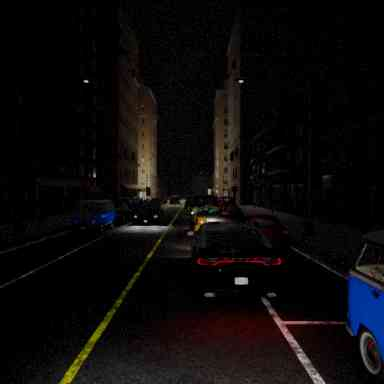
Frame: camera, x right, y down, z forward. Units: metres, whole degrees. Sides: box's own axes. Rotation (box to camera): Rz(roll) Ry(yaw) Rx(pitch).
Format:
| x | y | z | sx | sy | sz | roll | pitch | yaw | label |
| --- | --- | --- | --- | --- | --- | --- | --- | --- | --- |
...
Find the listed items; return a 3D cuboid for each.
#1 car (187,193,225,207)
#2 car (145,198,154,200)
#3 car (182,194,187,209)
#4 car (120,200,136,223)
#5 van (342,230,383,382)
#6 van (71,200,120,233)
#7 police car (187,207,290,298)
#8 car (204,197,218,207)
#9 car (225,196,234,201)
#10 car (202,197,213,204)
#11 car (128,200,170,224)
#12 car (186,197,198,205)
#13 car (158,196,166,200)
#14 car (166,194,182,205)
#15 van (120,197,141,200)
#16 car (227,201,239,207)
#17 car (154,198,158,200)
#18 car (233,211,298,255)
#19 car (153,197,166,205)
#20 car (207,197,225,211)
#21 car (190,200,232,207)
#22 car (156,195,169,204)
| x | y | z | sx | sy | sz | roll | pitch | yaw | label |
| --- | --- | --- | --- | --- | --- | --- | --- | --- | --- |
| 0.924 | 1.224 | 24.593 | 2.150 | 2.045 | 5.566 | 0 | 0 | 0 | car |
| -5.634 | 1.567 | 35.900 | 1.947 | 1.339 | 4.313 | 0 | 0 | 0 | car |
| 0.062 | 1.355 | 45.504 | 2.097 | 1.767 | 4.553 | 0 | 0 | 0 | car |
| -5.645 | 1.550 | 24.897 | 2.008 | 1.369 | 4.403 | 0 | 0 | 0 | car |
| 2.857 | 1.341 | 2.883 | 1.690 | 1.788 | 3.998 | 0 | 0 | 0 | van |
| -5.651 | 1.340 | 19.397 | 1.690 | 1.788 | 3.998 | 0 | 0 | 0 | van |
| 0.908 | 1.425 | 8.673 | 1.930 | 1.638 | 5.238 | 0 | 0 | 0 | police car |
| 2.908 | 1.556 | 52.395 | 2.008 | 1.369 | 4.403 | 0 | 0 | 0 | car |
| 2.885 | 1.315 | 30.389 | 2.192 | 1.841 | 5.009 | 0 | 0 | 0 | car |
| 2.919 | 1.577 | 63.398 | 1.947 | 1.339 | 4.313 | 0 | 0 | 0 | car |
| -3.076 | 1.547 | 24.719 | 2.033 | 1.411 | 5.357 | 0 | 0 | 0 | car |
| 0.059 | 1.573 | 58.905 | 1.994 | 1.385 | 4.181 | 0 | 0 | 0 | car |
| -5.617 | 1.572 | 52.404 | 1.947 | 1.339 | 4.313 | 0 | 0 | 0 | car |
| -2.943 | 1.556 | 57.537 | 2.033 | 1.411 | 5.357 | 0 | 0 | 0 | car |
| -5.640 | 1.341 | 30.398 | 1.690 | 1.788 | 3.998 | 0 | 0 | 0 | van |
| 2.881 | 1.581 | 24.888 | 1.802 | 1.307 | 4.206 | 0 | 0 | 0 | car |
| -5.628 | 1.584 | 41.401 | 1.802 | 1.307 | 4.206 | 0 | 0 | 0 | car |
| 2.869 | 1.581 | 13.886 | 1.802 | 1.307 | 4.206 | 0 | 0 | 0 | car |
| -5.612 | 1.590 | 57.905 | 1.802 | 1.307 | 4.206 | 0 | 0 | 0 | car |
| 2.897 | 1.442 | 41.392 | 1.967 | 1.590 | 4.097 | 0 | 0 | 0 | car |
| 0.918 | 1.454 | 18.753 | 1.801 | 1.575 | 5.366 | 0 | 0 | 0 | car |
| -5.606 | 1.451 | 63.407 | 1.967 | 1.590 | 4.097 | 0 | 0 | 0 | car |
